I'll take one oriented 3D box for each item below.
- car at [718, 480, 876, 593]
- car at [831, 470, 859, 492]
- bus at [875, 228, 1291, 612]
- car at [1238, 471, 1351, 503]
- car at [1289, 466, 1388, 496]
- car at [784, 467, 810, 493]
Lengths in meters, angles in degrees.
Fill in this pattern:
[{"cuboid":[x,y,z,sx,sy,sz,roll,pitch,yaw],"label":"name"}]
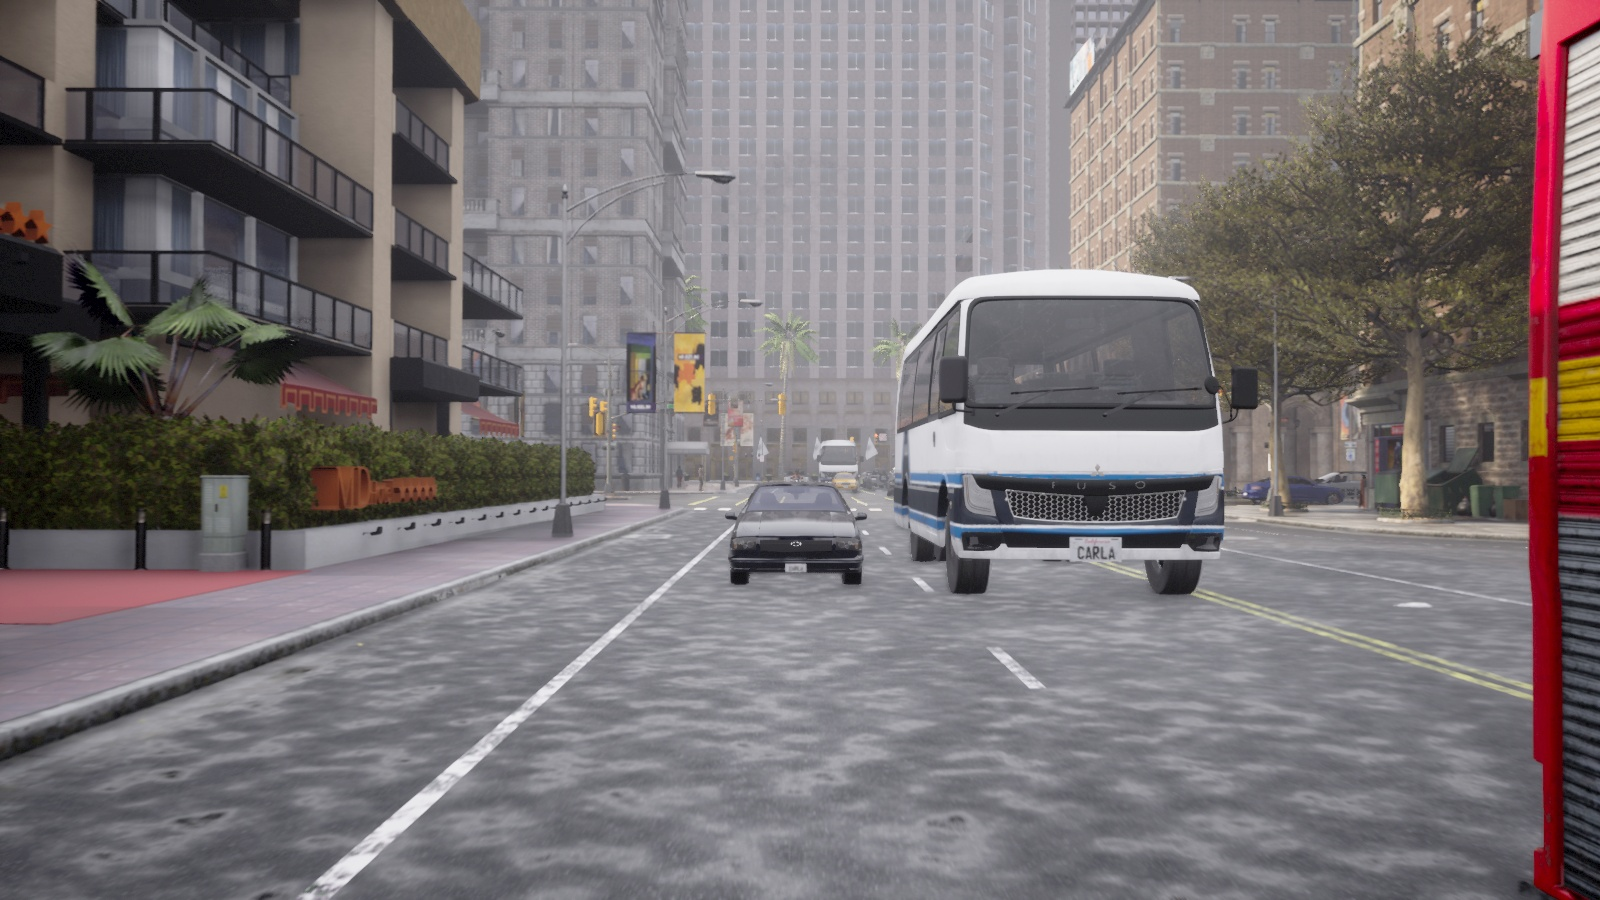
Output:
[{"cuboid":[-0.047,1.179,18.922,2.033,1.411,5.357,0,-1,0],"label":"car"},{"cuboid":[3.272,2.289,92.489,1.801,1.575,5.366,0,-1,0],"label":"car"},{"cuboid":[3.447,-0.256,19.091,3.944,4.253,10.273,0,-1,0],"label":"bus"},{"cuboid":[23.495,1.746,59.736,4.674,1.442,1.812,0,-1,-4],"label":"car"},{"cuboid":[30.448,1.728,71.135,4.611,1.667,2.242,0,-1,1],"label":"car"},{"cuboid":[-0.231,2.196,93.414,1.932,1.855,4.605,0,-1,0],"label":"car"}]
